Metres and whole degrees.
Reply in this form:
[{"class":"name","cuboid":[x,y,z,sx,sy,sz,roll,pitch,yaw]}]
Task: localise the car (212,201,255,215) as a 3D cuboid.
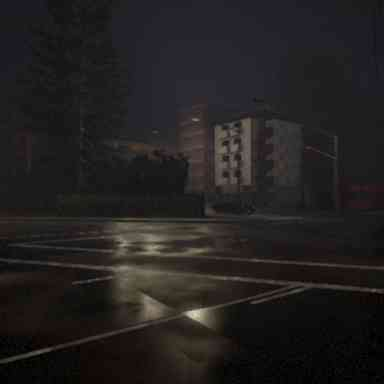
[{"class":"car","cuboid":[4.173,1.541,33.804,1.895,1.301,4.718,0,0,-35]}]
